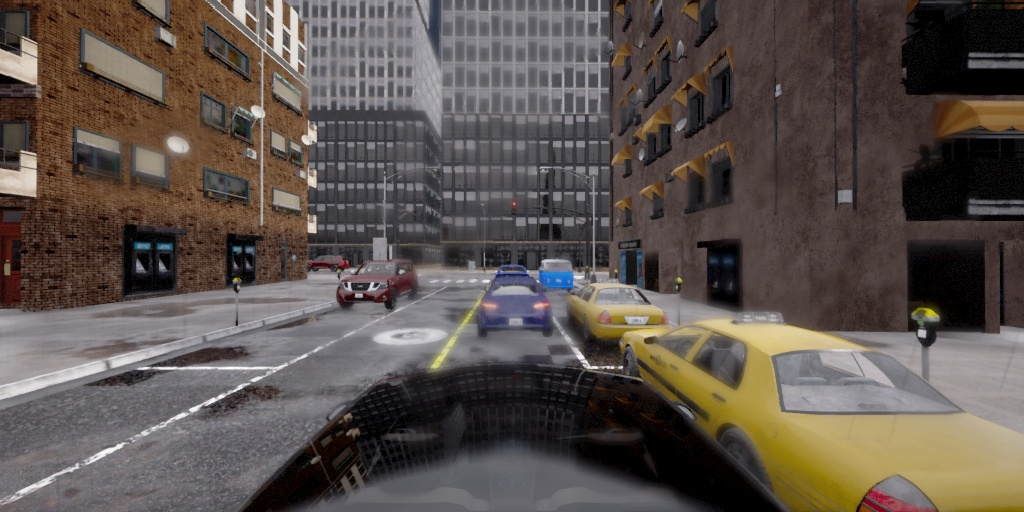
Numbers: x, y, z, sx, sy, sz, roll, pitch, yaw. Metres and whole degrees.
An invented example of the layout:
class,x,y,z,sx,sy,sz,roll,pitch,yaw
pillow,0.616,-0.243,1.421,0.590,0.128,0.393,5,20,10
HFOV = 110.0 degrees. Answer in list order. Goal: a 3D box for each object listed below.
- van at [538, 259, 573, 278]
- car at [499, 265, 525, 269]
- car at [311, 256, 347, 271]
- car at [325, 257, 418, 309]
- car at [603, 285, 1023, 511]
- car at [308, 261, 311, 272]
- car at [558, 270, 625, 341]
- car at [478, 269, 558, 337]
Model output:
class,x,y,z,sx,sy,sz,roll,pitch,yaw
van,2.468,1.096,20.755,1.690,1.789,3.998,0,0,0
car,0.007,1.233,20.424,1.882,1.535,5.008,0,0,0
car,-21.095,0.863,40.581,5.009,1.841,2.192,0,0,-1
car,-5.379,1.068,15.070,2.192,1.841,5.009,0,0,0
car,2.565,1.276,4.005,1.751,1.417,4.829,0,0,0
car,-21.007,1.084,32.442,4.207,1.307,1.802,0,0,-1
car,2.532,1.277,9.645,1.751,1.417,4.829,0,0,0
car,0.061,1.277,10.163,1.812,1.442,4.674,0,0,-1
